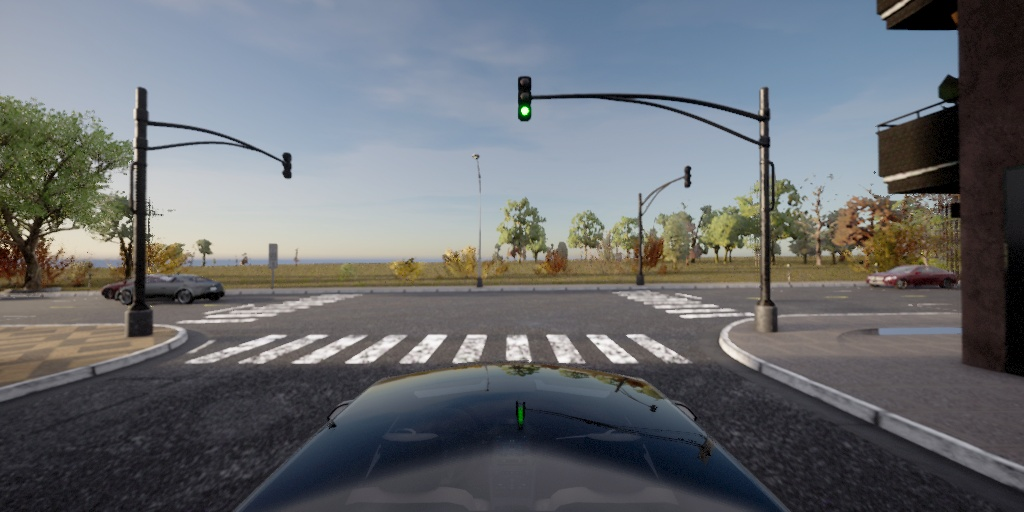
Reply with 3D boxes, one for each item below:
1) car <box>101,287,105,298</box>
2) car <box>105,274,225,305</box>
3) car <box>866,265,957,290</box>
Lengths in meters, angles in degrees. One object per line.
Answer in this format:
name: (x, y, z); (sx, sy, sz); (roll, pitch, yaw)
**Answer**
car: (-20.581, 1.705, 20.335); (4.207, 1.307, 1.802); (0, 0, -1)
car: (-16.739, 1.614, 17.683); (4.181, 1.385, 1.994); (-1, -1, -1)
car: (22.925, 1.191, 20.603); (4.207, 1.307, 1.802); (0, 0, -1)
